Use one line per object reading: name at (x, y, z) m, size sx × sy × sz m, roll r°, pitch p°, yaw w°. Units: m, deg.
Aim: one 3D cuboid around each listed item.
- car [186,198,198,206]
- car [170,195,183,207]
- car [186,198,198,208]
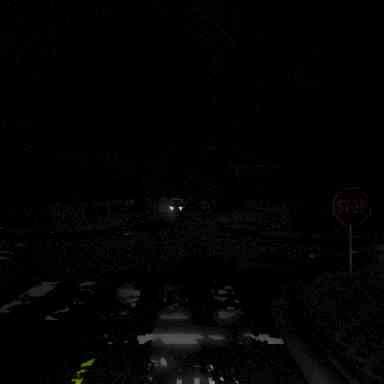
car at (-0.010, 1.953, 65.997) m, size 2.128 × 1.511 × 4.902 m, roll 0°, pitch -1°, yaw 0°
car at (-2.760, 1.619, 60.967) m, size 2.150 × 2.045 × 5.566 m, roll 0°, pitch -1°, yaw 0°
car at (-0.007, 1.825, 55.577) m, size 2.128 × 1.511 × 4.902 m, roll 0°, pitch -1°, yaw 0°
